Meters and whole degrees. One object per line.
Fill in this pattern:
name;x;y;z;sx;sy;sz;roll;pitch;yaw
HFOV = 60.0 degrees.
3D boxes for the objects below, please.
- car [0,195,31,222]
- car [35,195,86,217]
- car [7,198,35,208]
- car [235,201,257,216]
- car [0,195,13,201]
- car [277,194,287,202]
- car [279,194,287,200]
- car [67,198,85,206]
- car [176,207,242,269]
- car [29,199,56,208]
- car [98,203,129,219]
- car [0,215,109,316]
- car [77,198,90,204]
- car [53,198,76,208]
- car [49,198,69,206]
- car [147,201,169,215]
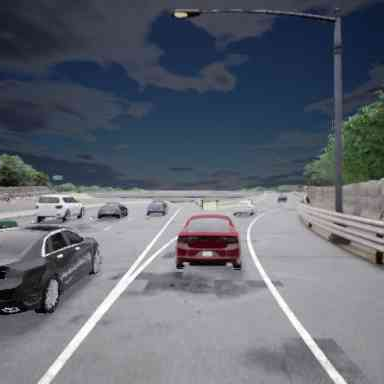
car;-6.901;1.233;9.107;2.150;2.045;5.566;0;0;0
car;-10.406;1.264;26.513;2.150;2.045;5.566;0;0;0
car;-28.045;1.777;54.758;1.882;1.535;5.008;0;-1;1
car;5.482;1.625;33.846;1.812;1.442;4.674;-1;-1;17
car;-46.280;1.438;83.034;1.837;1.490;4.892;1;1;-14
car;20.530;1.549;76.150;1.837;1.490;4.892;-1;1;17
car;23.486;1.316;85.820;1.994;1.385;4.181;-1;1;16
car;-24.515;2.098;70.522;2.128;1.511;4.902;0;-1;0
car;0.628;1.487;11.275;1.882;1.535;5.008;0;0;5
car;-24.545;1.850;54.904;2.033;1.411;5.357;0;-1;1
car;-6.906;1.620;29.481;1.994;1.385;4.181;0;0;0
car;-3.502;1.514;7.569;1.837;1.490;4.892;0;0;0
car;-28.017;2.416;86.031;1.837;1.490;4.892;0;-1;0
car;-21.056;1.783;55.089;1.882;1.535;5.008;0;-1;1
car;-28.015;2.092;70.261;2.128;1.511;4.902;0;-1;0
car;-3.507;1.631;34.444;2.033;1.411;5.357;0;0;0
